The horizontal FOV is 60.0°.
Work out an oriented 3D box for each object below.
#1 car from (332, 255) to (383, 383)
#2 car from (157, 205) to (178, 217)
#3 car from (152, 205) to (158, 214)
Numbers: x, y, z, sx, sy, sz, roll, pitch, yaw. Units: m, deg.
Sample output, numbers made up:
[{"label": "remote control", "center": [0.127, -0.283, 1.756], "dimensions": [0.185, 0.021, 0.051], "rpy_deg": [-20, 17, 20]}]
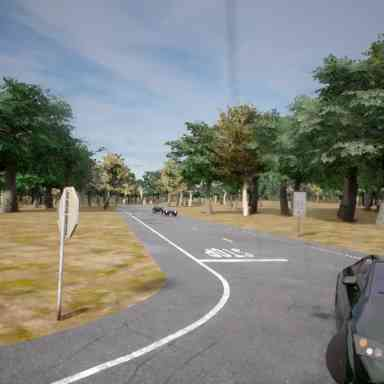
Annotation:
[{"label": "car", "center": [3.109, 1.643, 4.624], "dimensions": [1.994, 1.385, 4.181], "rpy_deg": [1, -1, 22]}, {"label": "car", "center": [-3.420, 2.850, 48.036], "dimensions": [1.895, 1.301, 4.718], "rpy_deg": [3, -2, -13]}, {"label": "car", "center": [-5.664, 2.961, 56.886], "dimensions": [1.882, 1.535, 5.008], "rpy_deg": [3, -2, -14]}]
